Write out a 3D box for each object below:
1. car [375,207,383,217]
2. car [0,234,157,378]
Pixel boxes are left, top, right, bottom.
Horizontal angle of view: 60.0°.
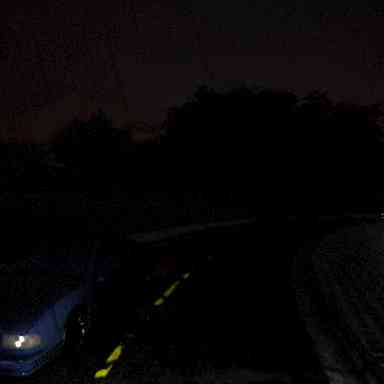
[{"bbox_3d":[22.859,2.065,37.383,5.357,1.411,2.033,1,-1,-32],"label":"car"},{"bbox_3d":[-2.149,1.559,6.272,2.033,1.411,5.357,0,0,10],"label":"car"}]
